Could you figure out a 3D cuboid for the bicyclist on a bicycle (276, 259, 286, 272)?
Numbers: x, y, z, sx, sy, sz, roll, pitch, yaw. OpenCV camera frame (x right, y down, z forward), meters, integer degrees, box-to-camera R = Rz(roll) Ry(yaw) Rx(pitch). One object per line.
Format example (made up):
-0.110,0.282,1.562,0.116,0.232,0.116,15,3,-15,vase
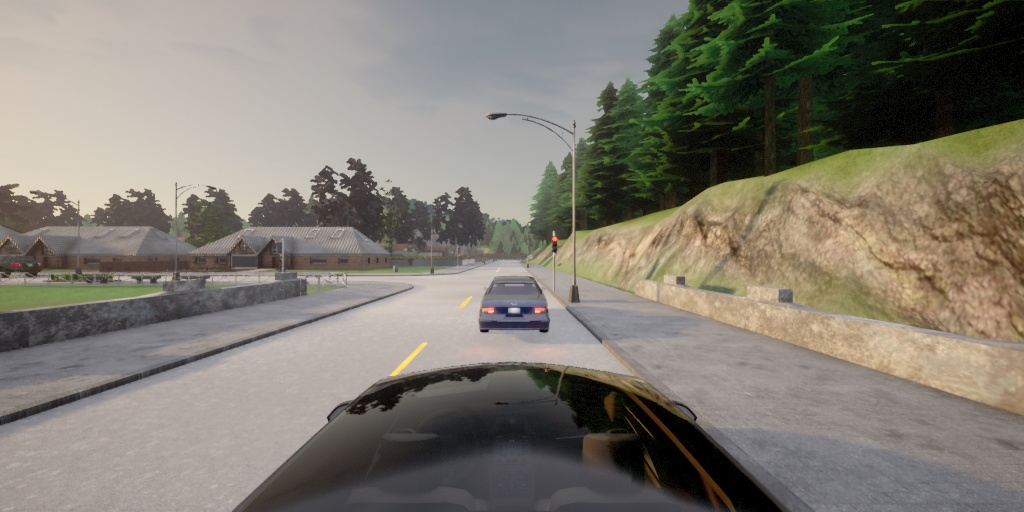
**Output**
-24.157,1.099,37.533,0.582,1.620,1.656,0,0,0,bicyclist on a bicycle

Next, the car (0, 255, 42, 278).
-47.370,0.971,33.288,5.566,2.045,2.150,0,0,1,car

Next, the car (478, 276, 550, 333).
0.064,1.297,10.749,2.033,1.411,5.357,0,0,0,car
